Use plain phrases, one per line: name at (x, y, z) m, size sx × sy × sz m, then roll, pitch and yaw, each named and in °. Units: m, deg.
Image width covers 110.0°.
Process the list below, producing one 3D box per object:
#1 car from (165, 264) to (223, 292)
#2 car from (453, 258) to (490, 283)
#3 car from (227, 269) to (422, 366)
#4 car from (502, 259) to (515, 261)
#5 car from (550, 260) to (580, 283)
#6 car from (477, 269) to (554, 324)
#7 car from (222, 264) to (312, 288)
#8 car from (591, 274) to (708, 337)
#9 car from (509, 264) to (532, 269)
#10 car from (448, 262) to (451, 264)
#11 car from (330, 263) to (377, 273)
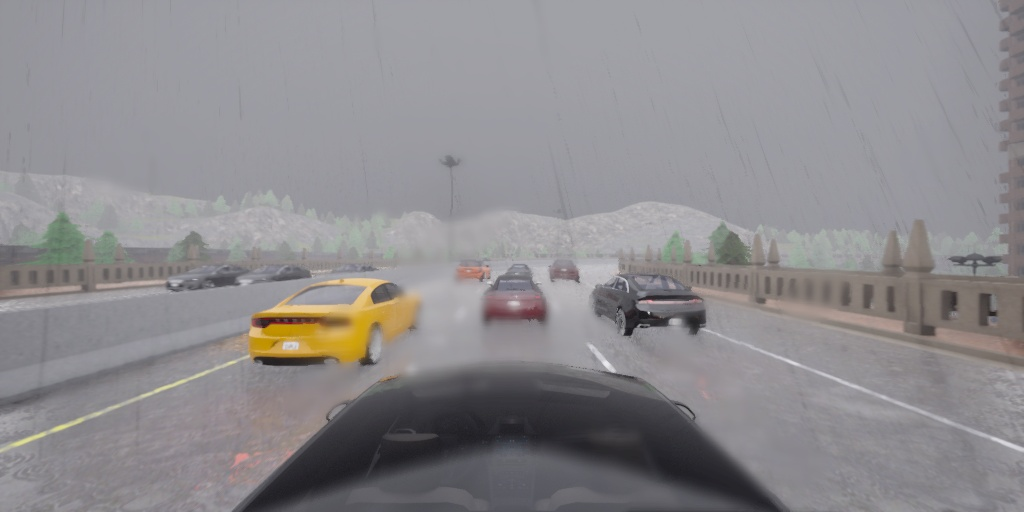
car at (-17.458, 1.246, 21.076) m, size 2.128 × 1.511 × 4.902 m, roll 0°, pitch 0°, yaw 2°
car at (-2.932, 1.107, 28.318) m, size 2.097 × 1.767 × 4.553 m, roll 0°, pitch 0°, yaw 5°
car at (-3.402, 1.229, 7.996) m, size 1.882 × 1.535 × 5.008 m, roll 0°, pitch 0°, yaw 0°
car at (-0.820, 1.238, 63.580) m, size 1.882 × 1.535 × 5.008 m, roll 0°, pitch 0°, yaw 26°
car at (4.065, 1.107, 28.216) m, size 2.097 × 1.767 × 4.553 m, roll 0°, pitch 0°, yaw 5°
car at (0.097, 1.316, 11.967) m, size 1.994 × 1.385 × 4.181 m, roll 0°, pitch 0°, yaw 0°
car at (-13.958, 1.246, 21.264) m, size 2.128 × 1.511 × 4.902 m, roll 0°, pitch 0°, yaw 2°
car at (3.598, 1.243, 10.255) m, size 2.128 × 1.511 × 4.902 m, roll 0°, pitch 0°, yaw 0°
car at (0.654, 1.319, 29.263) m, size 1.994 × 1.385 × 4.181 m, roll 0°, pitch 0°, yaw 5°
car at (-9.227, 1.253, 61.837) m, size 2.128 × 1.511 × 4.902 m, roll 0°, pitch 0°, yaw 23°
car at (-10.405, 1.246, 23.550) m, size 2.128 × 1.511 × 4.902 m, roll 0°, pitch 0°, yaw 2°
